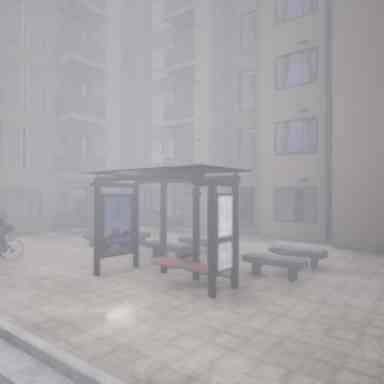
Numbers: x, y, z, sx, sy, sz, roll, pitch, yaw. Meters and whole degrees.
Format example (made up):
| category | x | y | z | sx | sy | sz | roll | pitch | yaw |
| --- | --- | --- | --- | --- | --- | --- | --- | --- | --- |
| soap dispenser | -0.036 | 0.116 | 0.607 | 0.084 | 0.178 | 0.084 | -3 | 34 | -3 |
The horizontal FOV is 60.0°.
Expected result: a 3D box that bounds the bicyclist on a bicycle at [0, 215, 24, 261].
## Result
| category | x | y | z | sx | sy | sz | roll | pitch | yaw |
| --- | --- | --- | --- | --- | --- | --- | --- | --- | --- |
| bicyclist on a bicycle | -5.860 | 1.342 | 9.960 | 0.582 | 1.620 | 1.656 | 0 | -2 | 38 |
